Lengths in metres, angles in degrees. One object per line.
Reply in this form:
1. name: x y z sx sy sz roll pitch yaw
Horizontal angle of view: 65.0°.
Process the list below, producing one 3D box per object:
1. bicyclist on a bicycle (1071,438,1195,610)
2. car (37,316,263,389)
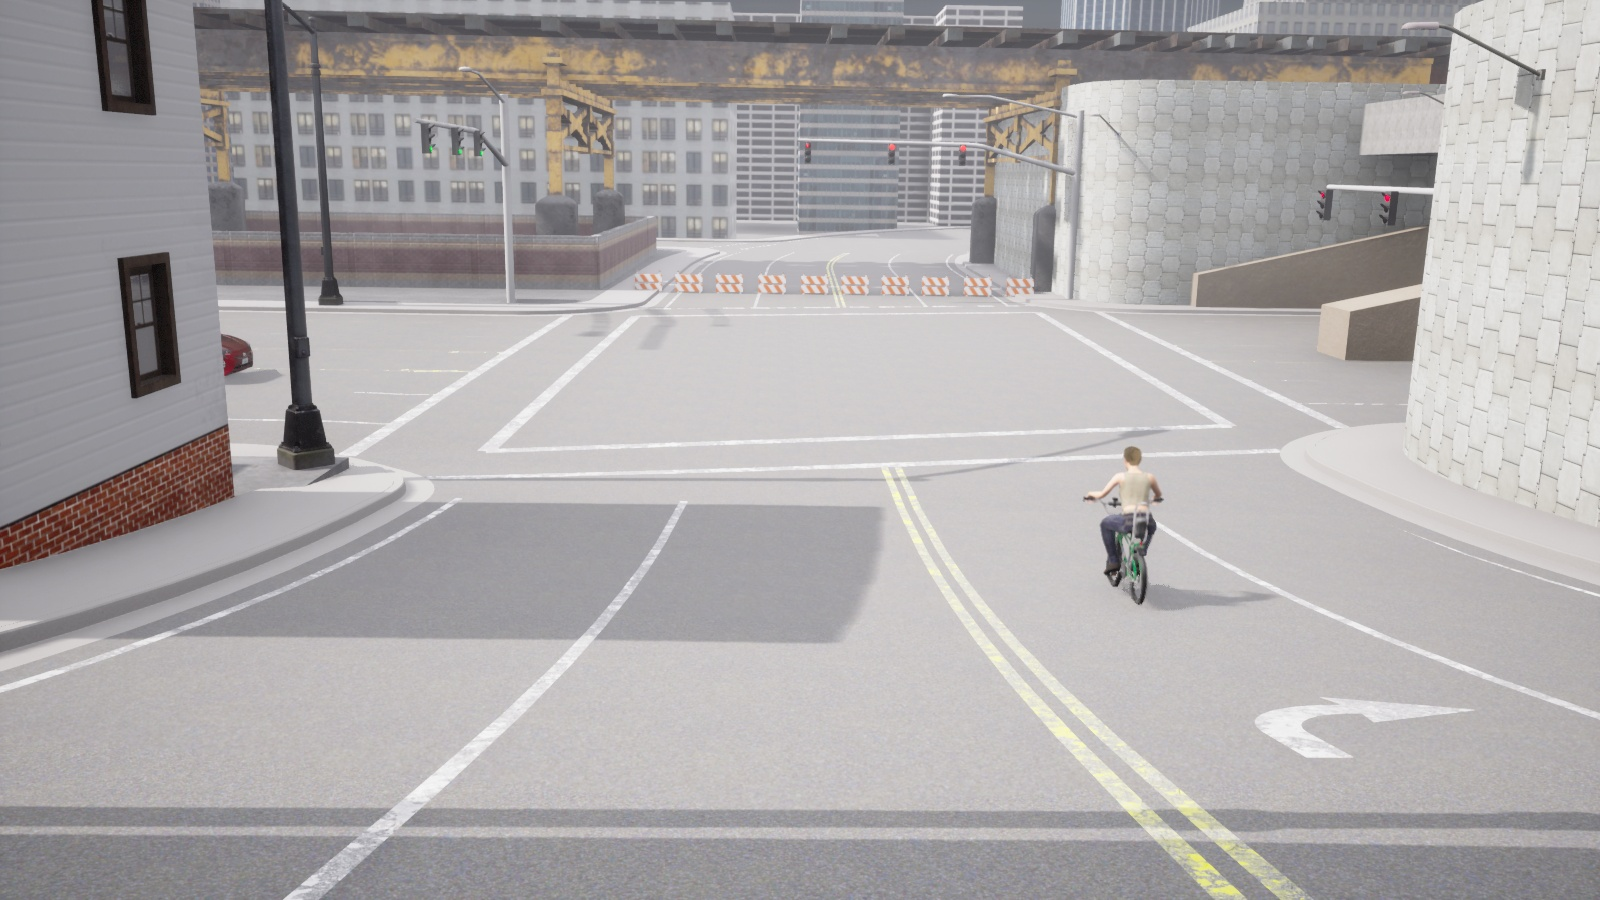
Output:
1. bicyclist on a bicycle: 3.471 0.737 13.241 0.866 1.612 1.509 0 4 0
2. car: -16.275 -2.487 31.651 4.514 1.525 2.007 0 12 0
